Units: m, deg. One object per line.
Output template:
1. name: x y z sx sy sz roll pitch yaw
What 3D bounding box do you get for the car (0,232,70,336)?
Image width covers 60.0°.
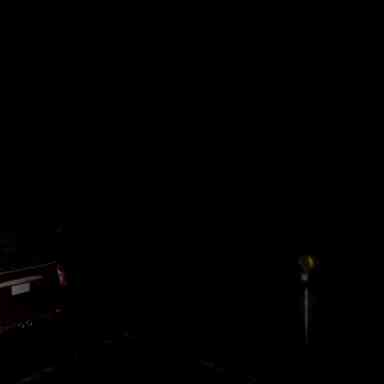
1. car: -4.079 1.438 5.987 4.097 1.590 1.967 0 0 36
